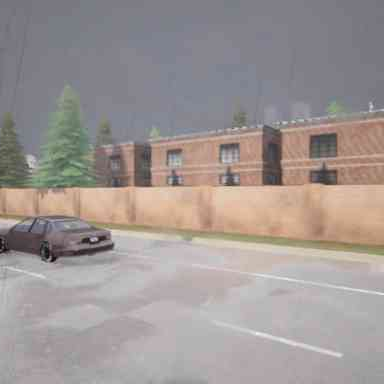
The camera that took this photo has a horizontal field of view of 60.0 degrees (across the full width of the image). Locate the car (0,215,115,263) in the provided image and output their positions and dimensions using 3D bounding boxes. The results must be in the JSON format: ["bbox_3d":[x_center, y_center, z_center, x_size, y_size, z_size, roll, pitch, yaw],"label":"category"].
[{"bbox_3d":[-5.151,1.548,11.956,5.357,1.411,2.033,0,0,35],"label":"car"}]
